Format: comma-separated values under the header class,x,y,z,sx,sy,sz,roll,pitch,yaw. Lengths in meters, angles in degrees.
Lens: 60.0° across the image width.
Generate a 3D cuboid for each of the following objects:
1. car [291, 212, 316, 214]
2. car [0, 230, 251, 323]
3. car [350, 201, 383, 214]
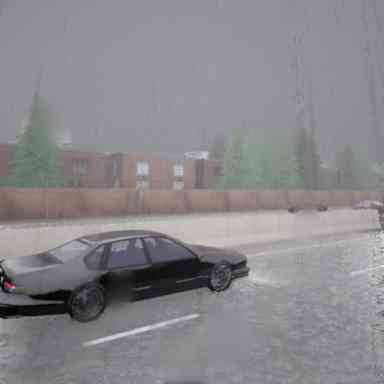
class,x,y,z,sx,sy,sz,roll,pitch,yaw
car,11.891,1.648,34.285,4.718,1.301,1.895,0,0,-37
car,-1.202,1.552,7.187,5.357,1.411,2.033,0,0,-36
car,18.492,1.582,34.898,4.674,1.442,1.812,0,0,-37
